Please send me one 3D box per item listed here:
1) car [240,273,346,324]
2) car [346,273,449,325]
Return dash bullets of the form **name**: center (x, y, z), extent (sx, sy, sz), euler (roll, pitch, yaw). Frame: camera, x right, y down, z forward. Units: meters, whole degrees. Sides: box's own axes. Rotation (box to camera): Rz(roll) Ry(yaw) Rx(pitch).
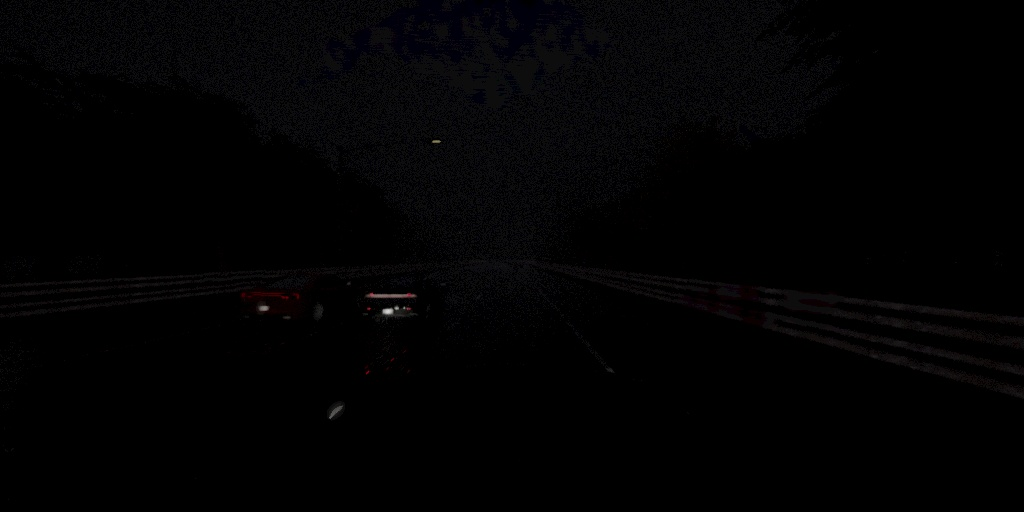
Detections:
- **car**: center (-6.899, 1.323, 12.464), extent (1.882, 1.535, 5.008), euler (0, -1, 0)
- **car**: center (-3.402, 1.335, 12.253), extent (2.128, 1.511, 4.902), euler (0, -1, 0)
